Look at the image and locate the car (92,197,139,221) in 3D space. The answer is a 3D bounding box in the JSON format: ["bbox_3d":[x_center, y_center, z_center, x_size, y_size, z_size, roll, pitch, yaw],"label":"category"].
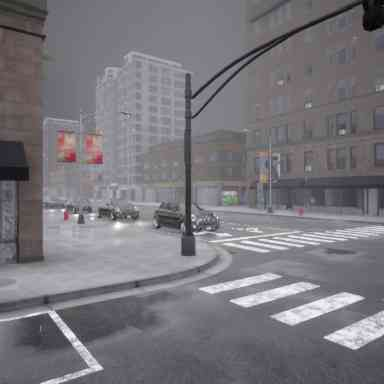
[{"bbox_3d":[-6.110,1.317,27.200,2.097,1.767,4.553,0,0,-36],"label":"car"}]

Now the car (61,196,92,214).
[{"bbox_3d":[-12.167,1.455,35.596,1.837,1.490,4.892,0,0,-36],"label":"car"}]

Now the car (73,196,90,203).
[{"bbox_3d":[-22.107,1.452,66.326,1.994,1.385,4.181,0,0,-36],"label":"car"}]

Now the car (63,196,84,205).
[{"bbox_3d":[-21.317,1.450,59.698,2.033,1.411,5.357,0,0,-36],"label":"car"}]

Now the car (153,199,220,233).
[{"bbox_3d":[-0.430,1.332,19.338,2.097,1.767,4.553,0,0,-36],"label":"car"}]

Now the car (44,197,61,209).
[{"bbox_3d":[-18.251,1.437,44.085,1.837,1.490,4.892,0,1,-35],"label":"car"}]
